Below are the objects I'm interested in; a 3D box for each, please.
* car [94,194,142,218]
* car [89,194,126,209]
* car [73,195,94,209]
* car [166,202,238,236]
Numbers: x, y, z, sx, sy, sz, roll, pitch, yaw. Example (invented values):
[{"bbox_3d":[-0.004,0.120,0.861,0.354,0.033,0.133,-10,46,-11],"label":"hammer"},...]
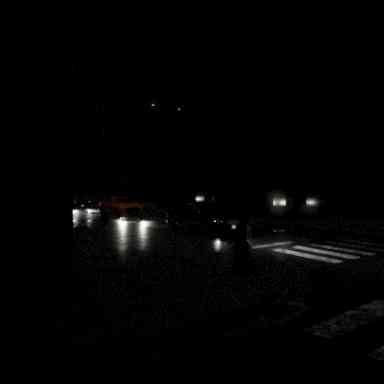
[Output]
[{"bbox_3d":[-5.535,1.082,25.459,1.882,1.535,5.008,0,1,-35],"label":"car"},{"bbox_3d":[-9.208,0.959,35.796,2.033,1.411,5.357,0,1,-35],"label":"car"},{"bbox_3d":[-12.125,1.012,34.834,1.895,1.301,4.718,0,1,-35],"label":"car"},{"bbox_3d":[0.470,1.263,16.929,2.128,1.511,4.902,0,1,-35],"label":"car"}]
